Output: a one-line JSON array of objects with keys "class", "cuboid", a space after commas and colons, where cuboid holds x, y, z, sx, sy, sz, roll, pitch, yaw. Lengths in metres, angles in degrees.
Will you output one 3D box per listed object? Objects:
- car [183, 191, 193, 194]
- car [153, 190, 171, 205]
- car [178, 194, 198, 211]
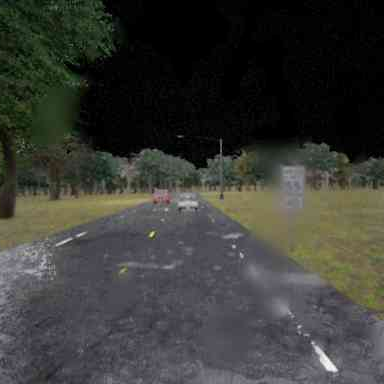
[{"class": "car", "cuboid": [-0.566, 0.686, 46.713, 2.097, 1.767, 4.553, 0, 1, 0]}, {"class": "car", "cuboid": [-4.114, 0.708, 45.924, 2.150, 2.045, 5.566, 0, 1, -1]}, {"class": "car", "cuboid": [-0.412, 1.173, 33.775, 1.895, 1.301, 4.718, -1, 1, -1]}]
